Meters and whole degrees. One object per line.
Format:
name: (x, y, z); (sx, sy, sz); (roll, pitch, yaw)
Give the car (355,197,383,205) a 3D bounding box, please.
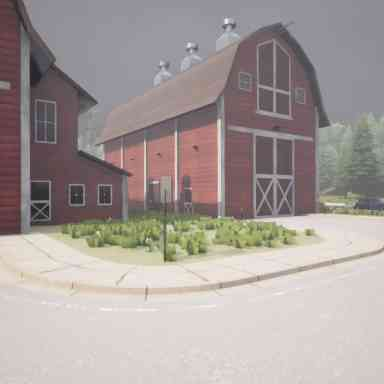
car: (20.138, 1.389, 36.066); (2.097, 1.767, 4.553); (0, 0, -34)
